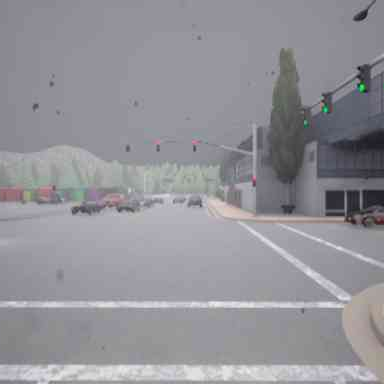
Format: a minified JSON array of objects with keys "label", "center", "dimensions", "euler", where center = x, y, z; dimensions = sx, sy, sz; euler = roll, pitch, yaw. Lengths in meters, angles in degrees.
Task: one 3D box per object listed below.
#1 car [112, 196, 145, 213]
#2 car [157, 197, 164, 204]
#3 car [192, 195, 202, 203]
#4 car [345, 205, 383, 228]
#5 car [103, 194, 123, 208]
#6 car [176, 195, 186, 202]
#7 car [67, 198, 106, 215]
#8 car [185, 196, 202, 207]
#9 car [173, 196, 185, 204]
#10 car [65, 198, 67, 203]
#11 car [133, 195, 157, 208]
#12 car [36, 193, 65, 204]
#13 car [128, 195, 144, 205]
[{"label":"car","center":[-7.070,1.550,37.733],"dimensions":[2.033,1.411,5.357],"euler":[0,0,1]},{"label":"car","center":[-6.323,1.567,61.949],"dimensions":[1.994,1.385,4.181],"euler":[0,0,3]},{"label":"car","center":[1.072,1.529,74.787],"dimensions":[2.128,1.511,4.902],"euler":[0,0,2]},{"label":"car","center":[12.331,1.565,21.773],"dimensions":[4.181,1.385,1.994],"euler":[0,0,0]},{"label":"car","center":[-10.404,1.226,44.157],"dimensions":[2.150,2.045,5.566],"euler":[0,0,2]},{"label":"car","center":[-2.417,1.474,75.218],"dimensions":[1.994,1.385,4.181],"euler":[0,0,2]},{"label":"car","center":[-10.648,1.603,33.838],"dimensions":[1.895,1.301,4.718],"euler":[0,0,1]},{"label":"car","center":[0.498,1.355,51.499],"dimensions":[2.097,1.767,4.553],"euler":[0,0,2]},{"label":"car","center":[-2.702,1.568,65.427],"dimensions":[1.994,1.385,4.181],"euler":[0,0,2]},{"label":"car","center":[-24.747,1.399,60.470],"dimensions":[3.806,1.475,1.970],"euler":[0,0,0]},{"label":"car","center":[-6.774,1.494,48.151],"dimensions":[2.128,1.511,4.902],"euler":[0,0,2]},{"label":"car","center":[-24.769,1.160,57.575],"dimensions":[3.866,1.878,1.905],"euler":[0,0,0]},{"label":"car","center":[-9.943,1.356,59.356],"dimensions":[2.097,1.767,4.553],"euler":[0,0,2]}]
